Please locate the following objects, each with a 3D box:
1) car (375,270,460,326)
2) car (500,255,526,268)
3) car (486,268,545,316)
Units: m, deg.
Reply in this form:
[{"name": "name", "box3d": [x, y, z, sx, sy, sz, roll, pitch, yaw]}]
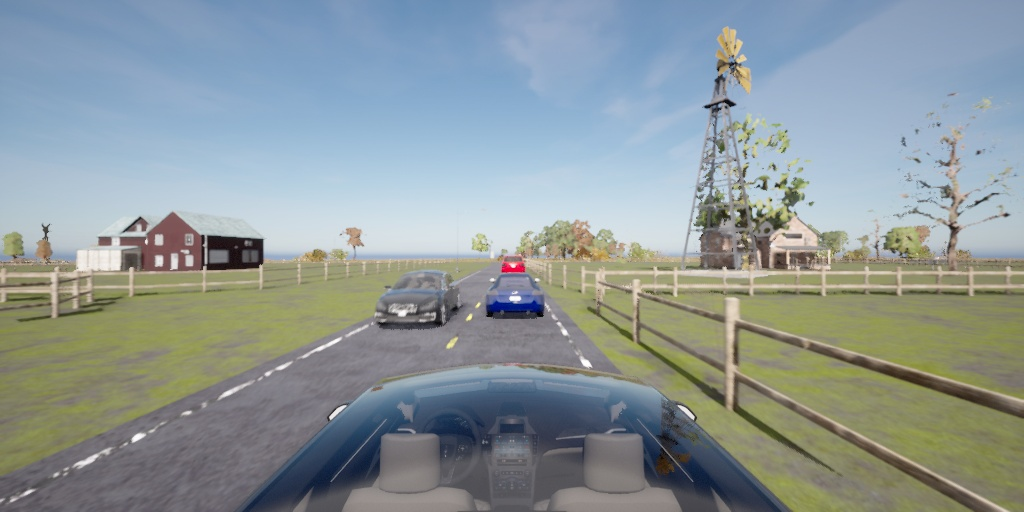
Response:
[{"name": "car", "box3d": [-2.846, 1.249, 11.723, 1.837, 1.490, 4.892, 0, 0, 0]}, {"name": "car", "box3d": [0.103, 0.949, 33.009, 2.150, 2.045, 5.566, 0, 0, 0]}, {"name": "car", "box3d": [0.102, 1.307, 13.310, 1.994, 1.385, 4.181, 0, 0, 0]}]
